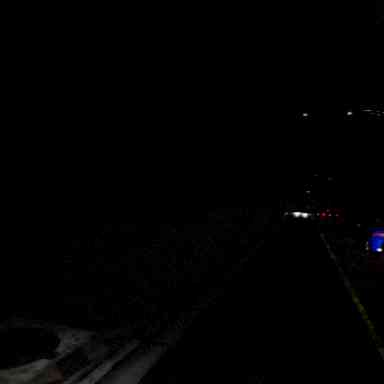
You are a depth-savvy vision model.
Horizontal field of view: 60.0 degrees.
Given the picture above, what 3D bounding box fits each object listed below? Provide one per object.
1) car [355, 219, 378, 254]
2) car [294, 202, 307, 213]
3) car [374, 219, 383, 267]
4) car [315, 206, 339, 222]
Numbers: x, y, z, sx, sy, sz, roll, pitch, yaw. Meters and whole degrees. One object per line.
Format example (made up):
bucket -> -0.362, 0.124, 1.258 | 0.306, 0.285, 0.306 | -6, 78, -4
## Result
car -> 8.946, 1.988, 15.512 | 1.882, 1.535, 5.008 | 2, -1, 18
car -> 18.252, 2.810, 55.764 | 1.994, 1.385, 4.181 | 2, -1, 18
car -> 7.049, 1.858, 9.820 | 1.882, 1.535, 5.008 | 2, -1, 18
car -> 15.156, 2.509, 36.930 | 2.033, 1.411, 5.357 | 2, -1, 19
